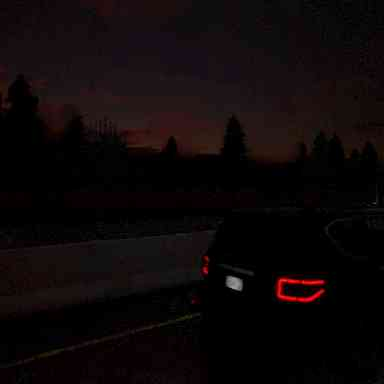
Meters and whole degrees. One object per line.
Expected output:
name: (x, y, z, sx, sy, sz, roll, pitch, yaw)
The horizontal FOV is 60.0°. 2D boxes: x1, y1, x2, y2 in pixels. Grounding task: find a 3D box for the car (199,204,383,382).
car: (2.704, 1.219, 5.675, 5.566, 2.045, 2.150, 0, 0, -35)
